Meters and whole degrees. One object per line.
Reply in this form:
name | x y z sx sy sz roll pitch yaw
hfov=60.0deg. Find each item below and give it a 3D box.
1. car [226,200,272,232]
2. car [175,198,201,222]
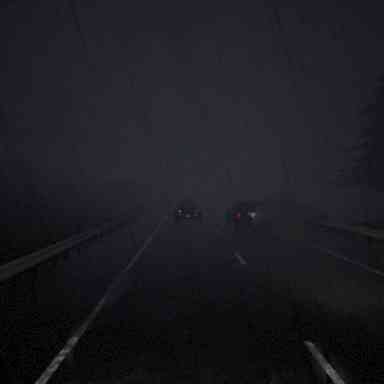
car | 3.286 1.299 19.917 2.097 1.767 4.553 0 0 -1
car | -0.312 1.460 25.251 1.812 1.442 4.674 0 0 -1
